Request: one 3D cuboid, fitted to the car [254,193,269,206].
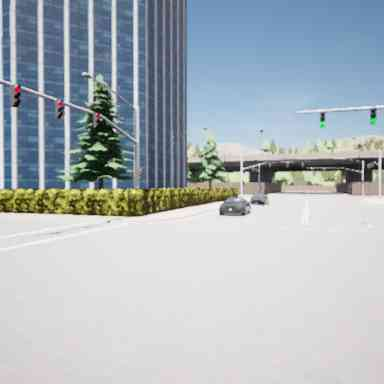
[{"bbox_3d":[8.213,0.873,40.214,2.033,1.411,5.357,0,1,20],"label":"car"}]

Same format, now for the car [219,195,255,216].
[{"bbox_3d":[3.539,1.114,26.917,1.994,1.385,4.181,0,1,19],"label":"car"}]
